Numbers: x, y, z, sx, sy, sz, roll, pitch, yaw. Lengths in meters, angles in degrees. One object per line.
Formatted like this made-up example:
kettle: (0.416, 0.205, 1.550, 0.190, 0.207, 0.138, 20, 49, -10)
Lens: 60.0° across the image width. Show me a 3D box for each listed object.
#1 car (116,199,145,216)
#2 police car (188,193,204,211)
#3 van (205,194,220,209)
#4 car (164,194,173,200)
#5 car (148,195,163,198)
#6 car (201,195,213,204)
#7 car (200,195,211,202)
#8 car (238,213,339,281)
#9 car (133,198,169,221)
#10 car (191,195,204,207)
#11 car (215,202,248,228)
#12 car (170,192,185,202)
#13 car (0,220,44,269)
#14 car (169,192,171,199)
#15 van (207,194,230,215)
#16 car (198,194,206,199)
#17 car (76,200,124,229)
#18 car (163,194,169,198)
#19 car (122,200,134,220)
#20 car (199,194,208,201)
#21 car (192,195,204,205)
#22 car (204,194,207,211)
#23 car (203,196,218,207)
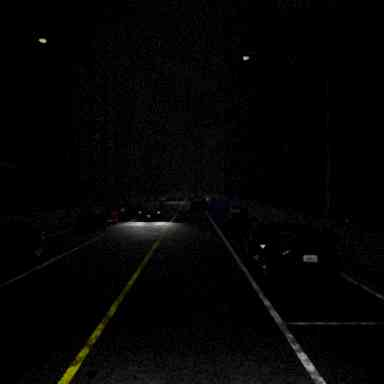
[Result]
car: (-5.845, 1.423, 32.093, 1.887, 1.381, 4.507, 1, 0, 0)
police car: (0.759, 1.276, 38.626, 1.930, 1.638, 5.238, 0, 0, -3)
van: (2.685, 1.171, 43.344, 1.690, 1.788, 3.998, 1, 0, 0)
car: (-5.836, 1.215, 82.713, 1.802, 1.307, 4.206, 1, 0, 0)
car: (-5.842, 1.348, 48.967, 1.887, 1.381, 4.507, 1, 0, 0)
car: (2.686, 1.302, 60.219, 2.008, 1.369, 4.403, 1, 0, 0)
car: (2.687, 1.268, 65.844, 1.887, 1.381, 4.507, 1, 0, 0)
car: (2.676, 1.532, 9.596, 1.947, 1.339, 4.313, 1, 0, 0)
car: (-3.095, 1.429, 26.063, 1.812, 1.442, 4.674, 0, 0, 0)
car: (0.750, 1.284, 48.553, 1.882, 1.535, 5.008, 0, 0, 0)
car: (2.678, 1.506, 20.847, 1.802, 1.307, 4.206, 1, 0, 0)
car: (-2.989, 1.227, 68.404, 1.812, 1.442, 4.674, 0, 0, 0)
car: (-5.849, 1.531, 9.595, 1.947, 1.339, 4.313, 1, 0, 0)
car: (-5.838, 1.220, 71.293, 1.752, 1.417, 4.829, 1, 0, 0)
van: (2.683, 1.220, 32.094, 1.690, 1.788, 3.998, 1, 0, 0)
car: (2.690, 1.168, 88.343, 1.947, 1.339, 4.313, 1, 0, 0)
car: (-5.847, 1.468, 20.844, 1.887, 1.381, 4.507, 1, 0, 0)
car: (-5.840, 1.301, 60.215, 2.008, 1.369, 4.403, 1, 0, 0)
car: (-5.845, 1.341, 26.468, 1.967, 1.590, 4.097, 1, 0, 0)
car: (2.689, 1.209, 77.093, 1.887, 1.381, 4.507, 1, 0, 0)
car: (0.909, 1.304, 54.557, 1.812, 1.442, 4.674, 0, 0, 0)
car: (2.683, 1.295, 37.719, 1.967, 1.590, 4.097, 1, 0, 0)
car: (2.683, 1.355, 48.970, 2.008, 1.369, 4.403, 1, 0, 0)
